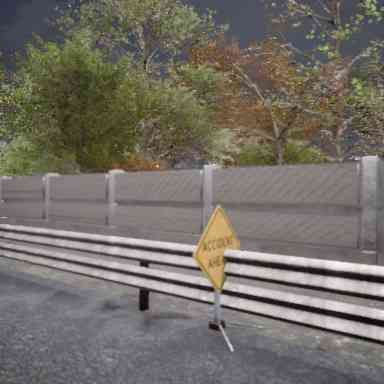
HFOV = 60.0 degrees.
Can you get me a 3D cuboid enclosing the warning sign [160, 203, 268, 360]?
[{"bbox_3d":[0.365,1.119,4.897,1.060,1.860,1.300,0,0,35],"label":"warning sign"}]
